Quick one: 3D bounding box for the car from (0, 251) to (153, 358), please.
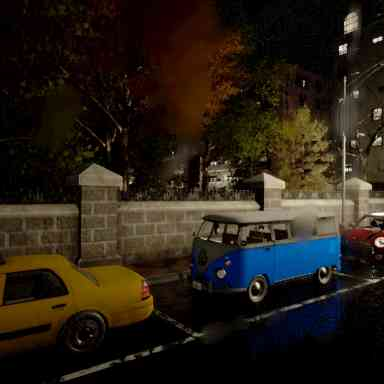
[{"bbox_3d":[-2.901,1.525,4.481,4.829,1.417,1.752,0,1,-36],"label":"car"}]

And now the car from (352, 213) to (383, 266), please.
[{"bbox_3d":[6.374,1.442,11.103,4.097,1.590,1.967,0,1,-36],"label":"car"}]

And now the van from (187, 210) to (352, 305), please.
[{"bbox_3d":[1.806,1.343,7.840,3.998,1.788,1.690,0,1,-36],"label":"van"}]
